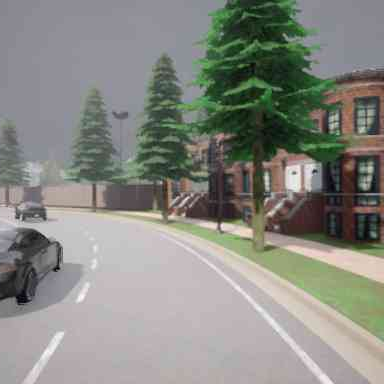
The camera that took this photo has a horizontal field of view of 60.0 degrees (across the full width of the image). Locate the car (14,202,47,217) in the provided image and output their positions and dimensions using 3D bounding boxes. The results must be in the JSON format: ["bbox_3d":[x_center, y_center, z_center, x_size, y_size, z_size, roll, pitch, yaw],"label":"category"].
[{"bbox_3d":[-13.689,1.616,28.101,1.837,1.490,4.892,0,0,-37],"label":"car"}]

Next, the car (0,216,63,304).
[{"bbox_3d":[-4.427,1.562,7.953,1.812,1.442,4.674,0,0,-10],"label":"car"}]
